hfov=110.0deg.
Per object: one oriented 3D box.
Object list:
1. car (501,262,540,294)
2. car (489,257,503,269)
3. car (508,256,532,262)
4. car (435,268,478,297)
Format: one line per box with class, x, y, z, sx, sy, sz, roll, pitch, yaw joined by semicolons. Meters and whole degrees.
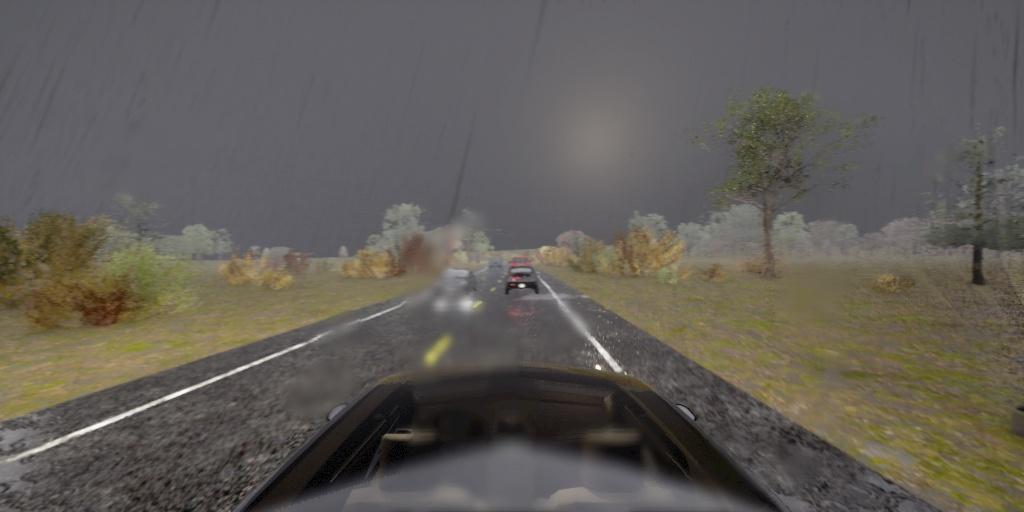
car;0.562;1.306;20.789;1.837;1.490;4.892;-1;-1;2
car;-2.835;1.180;63.046;2.150;2.045;5.566;-1;0;-1
car;0.825;1.056;36.379;2.150;2.045;5.566;-1;0;1
car;-3.043;1.418;20.370;1.812;1.442;4.674;-1;0;1
